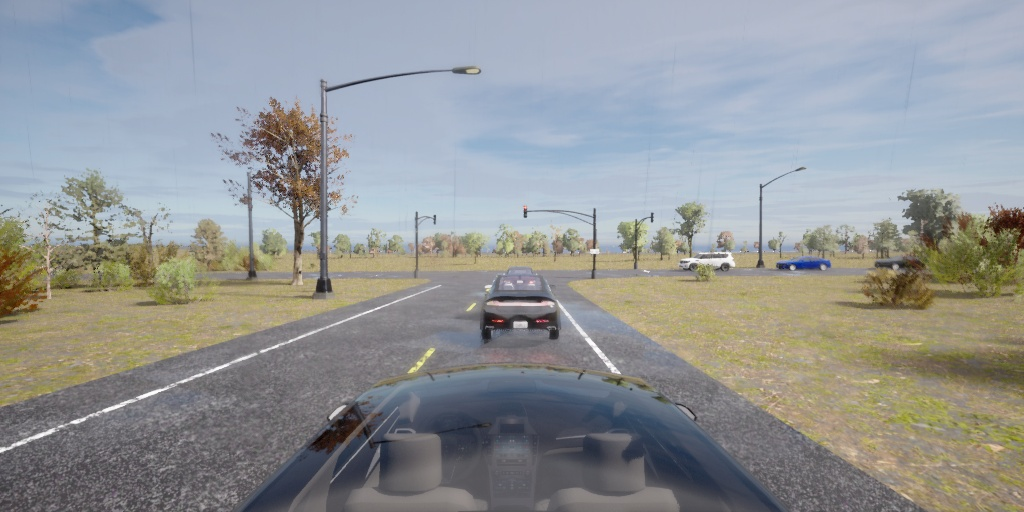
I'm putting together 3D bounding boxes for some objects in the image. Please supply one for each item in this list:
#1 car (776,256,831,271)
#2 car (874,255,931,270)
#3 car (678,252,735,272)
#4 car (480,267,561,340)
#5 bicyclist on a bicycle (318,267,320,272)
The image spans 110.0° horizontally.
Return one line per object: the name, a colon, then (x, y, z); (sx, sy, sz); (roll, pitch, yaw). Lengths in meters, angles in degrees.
car: (31.549, 0.776, 38.912); (5.008, 1.535, 1.882); (-1, 1, 5)
car: (41.573, 0.671, 38.014); (5.008, 1.535, 1.882); (-1, 1, 5)
car: (21.553, 0.629, 39.795); (5.566, 2.045, 2.150); (-1, 1, 5)
car: (0.221, 1.235, 9.976); (2.128, 1.511, 4.902); (0, 0, 1)
bicyclist on a bicycle: (-25.337, 1.326, 47.877); (0.582, 1.620, 1.656); (-1, 0, 5)
